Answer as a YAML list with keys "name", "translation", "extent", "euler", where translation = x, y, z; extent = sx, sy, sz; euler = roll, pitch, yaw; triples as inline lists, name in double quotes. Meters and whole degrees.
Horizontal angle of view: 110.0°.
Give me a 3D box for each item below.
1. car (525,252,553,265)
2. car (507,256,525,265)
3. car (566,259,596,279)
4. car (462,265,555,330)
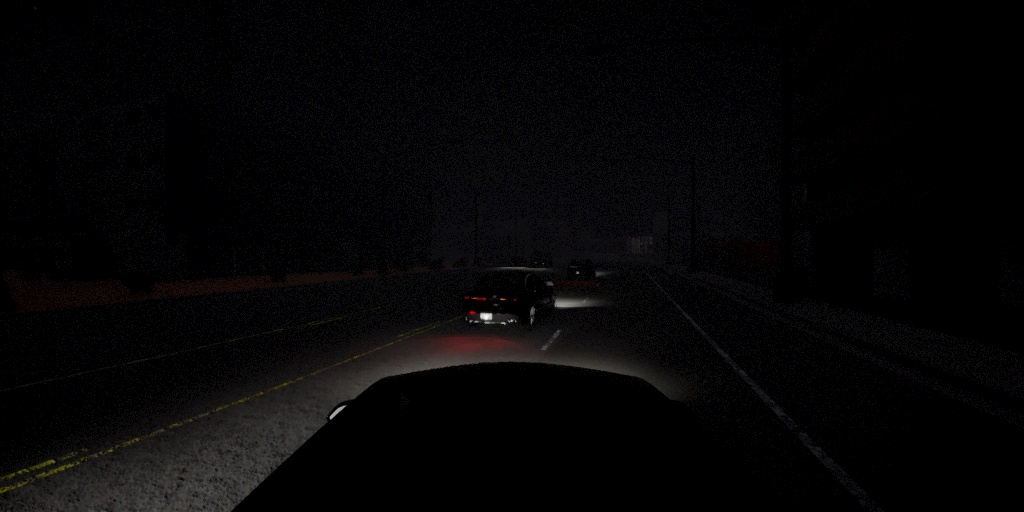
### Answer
- name: "car"
  translation: [3.768, 0.472, 46.370]
  extent: [2.150, 2.045, 5.566]
  euler: [0, 0, 18]
- name: "car"
  translation: [0.751, 0.741, 48.406]
  extent: [1.837, 1.490, 4.892]
  euler: [0, 0, 18]
- name: "car"
  translation: [5.476, 0.961, 28.134]
  extent: [2.128, 1.511, 4.902]
  euler: [0, 1, 18]
- name: "car"
  translation: [0.094, 1.207, 11.186]
  extent: [1.837, 1.490, 4.892]
  euler: [0, 1, 18]
